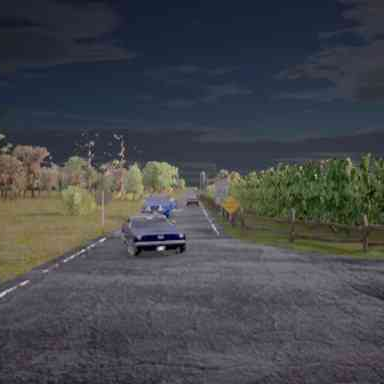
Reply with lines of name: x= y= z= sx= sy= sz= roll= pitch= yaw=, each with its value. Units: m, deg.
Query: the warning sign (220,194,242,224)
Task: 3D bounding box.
warning sign: x=2.452 y=1.082 z=21.195 sx=1.300 sy=1.860 sz=1.060 roll=0 pitch=0 yaw=0

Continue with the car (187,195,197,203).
car: x=0.018 y=1.353 z=64.147 sx=1.837 sy=1.490 sz=4.892 roll=0 pitch=0 yaw=0

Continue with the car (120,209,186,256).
car: x=-1.698 y=1.580 z=13.227 sx=1.895 sy=1.301 sz=4.718 roll=0 pitch=0 yaw=-17

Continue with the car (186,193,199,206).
car: x=0.111 y=1.396 z=51.964 sx=1.837 sy=1.490 sz=4.892 roll=0 pitch=0 yaw=0

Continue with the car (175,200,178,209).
car: x=-2.829 y=1.445 z=42.846 sx=1.812 sy=1.442 sz=4.674 roll=0 pitch=0 yaw=0

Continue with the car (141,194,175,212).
car: x=-2.844 y=1.175 z=27.876 sx=2.150 sy=2.045 sz=5.566 roll=0 pitch=0 yaw=0
